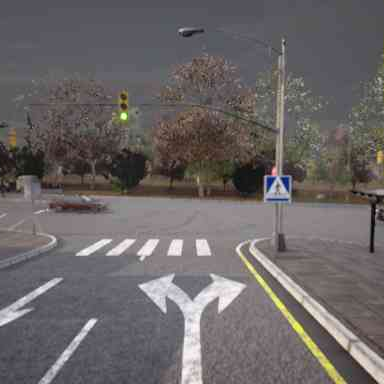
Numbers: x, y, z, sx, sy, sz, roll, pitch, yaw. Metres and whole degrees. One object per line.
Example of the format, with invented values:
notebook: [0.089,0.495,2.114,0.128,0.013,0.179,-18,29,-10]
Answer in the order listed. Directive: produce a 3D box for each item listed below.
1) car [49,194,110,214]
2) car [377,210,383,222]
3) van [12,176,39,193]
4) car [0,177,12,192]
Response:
car: [-8.935,0.905,26.518,4.674,1.442,1.812,2,5,5]
car: [16.720,1.933,25.158,4.902,1.511,2.128,3,6,1]
van: [-20.251,-0.977,40.970,1.878,1.987,4.442,1,4,-14]
car: [-23.220,-1.001,41.370,2.185,1.767,4.553,0,5,-13]
